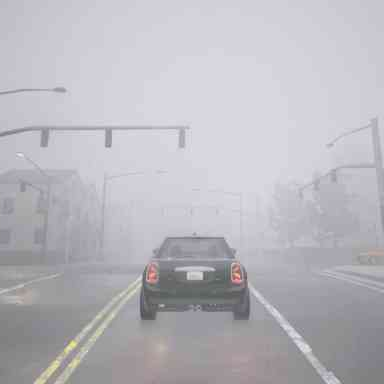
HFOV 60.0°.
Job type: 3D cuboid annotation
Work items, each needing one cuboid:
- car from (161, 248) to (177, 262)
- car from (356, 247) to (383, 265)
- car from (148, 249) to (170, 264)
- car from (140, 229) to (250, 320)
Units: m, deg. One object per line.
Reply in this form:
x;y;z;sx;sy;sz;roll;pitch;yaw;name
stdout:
-3.650;10.091;53.027;2.150;2.045;5.566;0;-12;0;car
16.466;5.361;28.059;5.008;1.535;1.882;0;-11;1;car
-3.686;7.364;38.063;1.882;1.535;5.008;0;-11;1;car
0.062;1.806;8.225;2.097;1.767;4.553;0;-7;0;car
